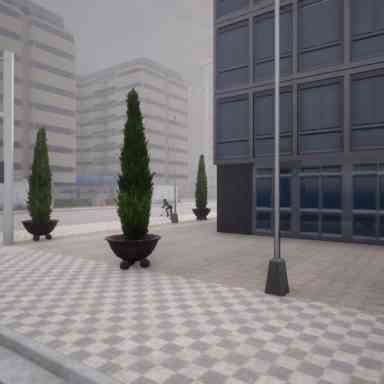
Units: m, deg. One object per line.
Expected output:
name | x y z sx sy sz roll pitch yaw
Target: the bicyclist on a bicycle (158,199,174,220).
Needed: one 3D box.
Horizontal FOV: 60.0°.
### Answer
bicyclist on a bicycle | -1.999 1.356 25.879 1.656 1.620 0.582 0 0 35
